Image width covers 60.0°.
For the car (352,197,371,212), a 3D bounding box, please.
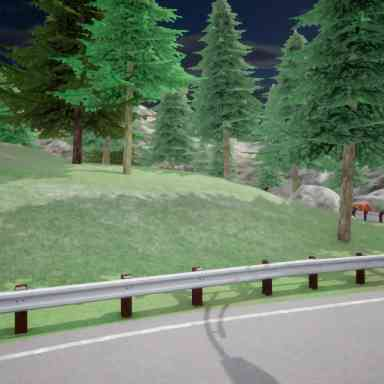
[{"bbox_3d":[16.902,1.367,36.026,2.097,1.767,4.553,0,0,-18],"label":"car"}]
